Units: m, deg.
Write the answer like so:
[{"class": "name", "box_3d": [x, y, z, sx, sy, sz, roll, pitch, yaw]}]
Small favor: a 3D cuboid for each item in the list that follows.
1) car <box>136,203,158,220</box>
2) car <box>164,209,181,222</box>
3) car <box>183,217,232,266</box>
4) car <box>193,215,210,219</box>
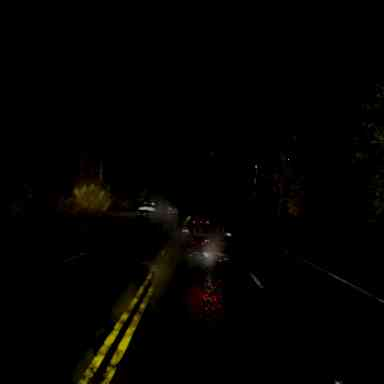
[{"class": "car", "box_3d": [-5.632, 2.406, 42.644, 2.150, 2.045, 5.566, 4, -2, 1]}, {"class": "car", "box_3d": [-2.409, 2.911, 42.594, 2.128, 1.511, 4.902, 4, -2, 1]}, {"class": "car", "box_3d": [0.653, 2.143, 14.469, 1.837, 1.490, 4.892, 4, -2, 1]}, {"class": "car", "box_3d": [0.876, 2.927, 33.151, 1.895, 1.301, 4.718, 4, -2, 1]}]
